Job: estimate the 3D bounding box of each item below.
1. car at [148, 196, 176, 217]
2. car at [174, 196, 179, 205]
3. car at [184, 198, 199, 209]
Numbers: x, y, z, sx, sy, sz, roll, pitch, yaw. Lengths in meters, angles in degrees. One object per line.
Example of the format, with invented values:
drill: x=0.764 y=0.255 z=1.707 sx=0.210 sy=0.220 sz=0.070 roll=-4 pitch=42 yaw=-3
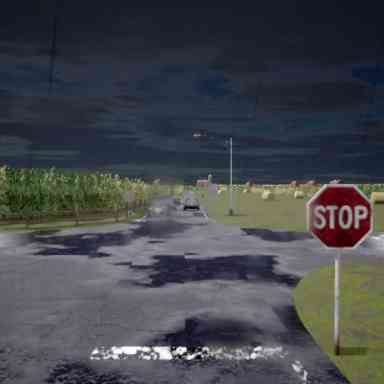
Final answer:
car: x=-2.944 y=1.464 z=31.227 sx=2.128 sy=1.511 sz=4.902 roll=0 pitch=0 yaw=0
car: x=-2.985 y=1.519 z=41.097 sx=1.994 sy=1.385 sz=4.181 roll=0 pitch=0 yaw=-1
car: x=-0.043 y=1.515 z=43.226 sx=1.994 sy=1.385 sz=4.181 roll=0 pitch=0 yaw=0
